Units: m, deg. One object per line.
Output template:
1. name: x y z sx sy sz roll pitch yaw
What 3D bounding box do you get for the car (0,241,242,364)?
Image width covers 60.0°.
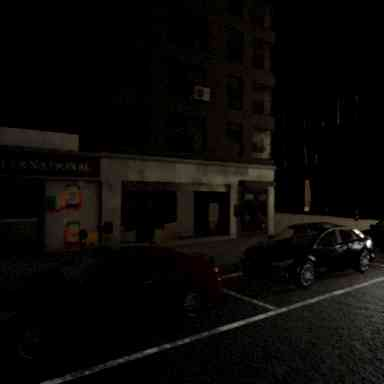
1. car: -1.350 1.580 5.793 4.206 1.307 1.802 0 1 -35

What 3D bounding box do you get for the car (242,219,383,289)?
1. car: 3.270 1.543 9.086 4.403 1.369 2.008 0 1 -35
